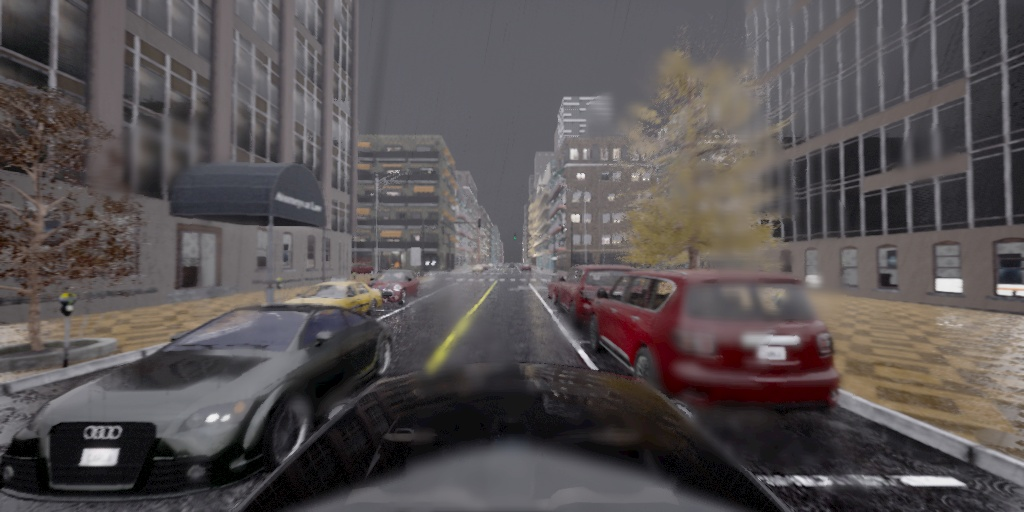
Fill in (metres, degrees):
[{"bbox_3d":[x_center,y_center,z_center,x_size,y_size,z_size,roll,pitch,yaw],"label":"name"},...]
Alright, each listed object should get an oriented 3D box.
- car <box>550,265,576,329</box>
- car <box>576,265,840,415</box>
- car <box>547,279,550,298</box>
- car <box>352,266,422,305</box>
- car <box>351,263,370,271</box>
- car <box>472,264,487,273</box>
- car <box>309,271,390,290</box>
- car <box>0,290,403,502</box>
[{"bbox_3d":[2.689,1.194,11.656,2.192,1.841,5.009,0,0,0],"label":"car"},{"bbox_3d":[2.690,1.122,6.097,2.192,1.841,5.009,0,0,0],"label":"car"},{"bbox_3d":[2.688,1.496,17.215,1.888,1.381,4.507,0,0,0],"label":"car"},{"bbox_3d":[-5.692,1.391,17.215,1.967,1.591,4.097,0,0,0],"label":"car"},{"bbox_3d":[-17.271,1.527,41.597,4.507,1.381,1.888,0,0,0],"label":"car"},{"bbox_3d":[-5.701,2.043,60.567,1.751,1.417,4.829,0,0,0],"label":"car"},{"bbox_3d":[-5.691,1.404,11.486,1.751,1.417,4.829,0,0,0],"label":"car"},{"bbox_3d":[-3.101,1.352,4.693,1.994,1.385,4.181,0,-1,0],"label":"car"}]
